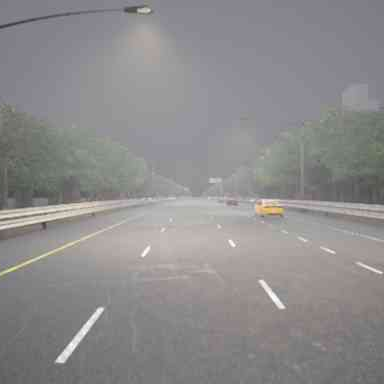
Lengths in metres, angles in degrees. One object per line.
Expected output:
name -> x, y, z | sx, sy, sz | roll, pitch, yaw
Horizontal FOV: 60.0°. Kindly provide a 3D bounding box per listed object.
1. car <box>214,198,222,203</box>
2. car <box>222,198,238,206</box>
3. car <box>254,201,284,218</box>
car -> 7.357, 2.130, 82.305 | 2.033, 1.411, 5.357 | 0, -1, 1
car -> 7.195, 1.787, 61.090 | 1.882, 1.535, 5.008 | 0, -1, 0
car -> 7.048, 1.526, 30.914 | 1.882, 1.535, 5.008 | 0, 0, 0
